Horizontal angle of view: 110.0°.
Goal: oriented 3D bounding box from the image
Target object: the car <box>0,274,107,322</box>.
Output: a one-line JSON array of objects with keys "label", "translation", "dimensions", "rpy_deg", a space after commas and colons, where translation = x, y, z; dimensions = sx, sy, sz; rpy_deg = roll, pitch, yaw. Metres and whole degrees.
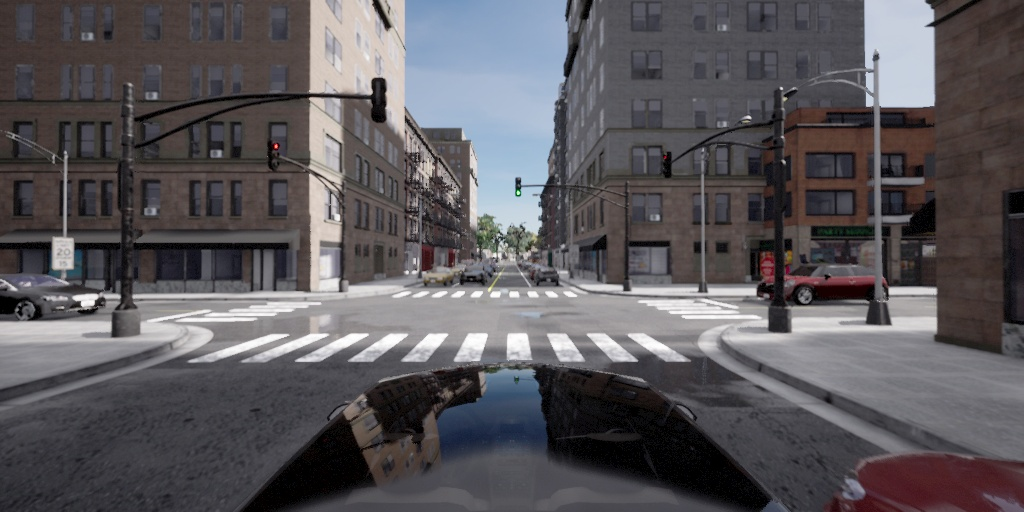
[{"label": "car", "translation": [-17.095, 1.383, 12.438], "dimensions": [4.902, 1.511, 2.128], "rpy_deg": [0, 0, 1]}]

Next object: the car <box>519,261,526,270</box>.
[{"label": "car", "translation": [2.511, 1.661, 54.724], "dimensions": [2.007, 1.370, 4.403], "rpy_deg": [0, 0, 0]}]

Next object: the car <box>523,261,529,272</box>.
[{"label": "car", "translation": [2.551, 1.548, 38.279], "dimensions": [2.007, 1.370, 4.403], "rpy_deg": [0, 0, 0]}]

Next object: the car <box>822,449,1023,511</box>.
[{"label": "car", "translation": [2.641, 1.322, 0.308], "dimensions": [1.802, 1.307, 4.207], "rpy_deg": [0, 0, 0]}]

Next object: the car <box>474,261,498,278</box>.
[{"label": "car", "translation": [-2.940, 1.546, 38.378], "dimensions": [2.033, 1.411, 5.357], "rpy_deg": [0, 0, 0]}]

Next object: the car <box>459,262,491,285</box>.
[{"label": "car", "translation": [-2.910, 1.432, 27.983], "dimensions": [1.837, 1.490, 4.892], "rpy_deg": [0, 0, 0]}]

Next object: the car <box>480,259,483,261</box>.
[{"label": "car", "translation": [-5.521, 1.513, 49.224], "dimensions": [1.967, 1.591, 4.097], "rpy_deg": [0, 0, 0]}]

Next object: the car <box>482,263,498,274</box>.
[{"label": "car", "translation": [-2.949, 1.669, 48.540], "dimensions": [1.895, 1.301, 4.718], "rpy_deg": [0, 0, 0]}]

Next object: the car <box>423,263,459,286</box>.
[{"label": "car", "translation": [-5.476, 1.448, 27.127], "dimensions": [1.751, 1.417, 4.829], "rpy_deg": [0, 0, 0]}]

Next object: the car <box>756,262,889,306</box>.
[{"label": "car", "translation": [13.225, 1.128, 15.501], "dimensions": [4.553, 1.767, 2.097], "rpy_deg": [0, 0, 0]}]

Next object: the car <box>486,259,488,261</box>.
[{"label": "car", "translation": [-5.543, 1.699, 60.187], "dimensions": [2.007, 1.370, 4.403], "rpy_deg": [0, 0, 0]}]

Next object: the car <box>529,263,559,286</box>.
[{"label": "car", "translation": [2.577, 1.473, 27.316], "dimensions": [2.007, 1.370, 4.403], "rpy_deg": [0, 0, 0]}]

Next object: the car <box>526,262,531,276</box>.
[{"label": "car", "translation": [2.564, 1.505, 32.797], "dimensions": [1.888, 1.381, 4.507], "rpy_deg": [0, 0, 0]}]
